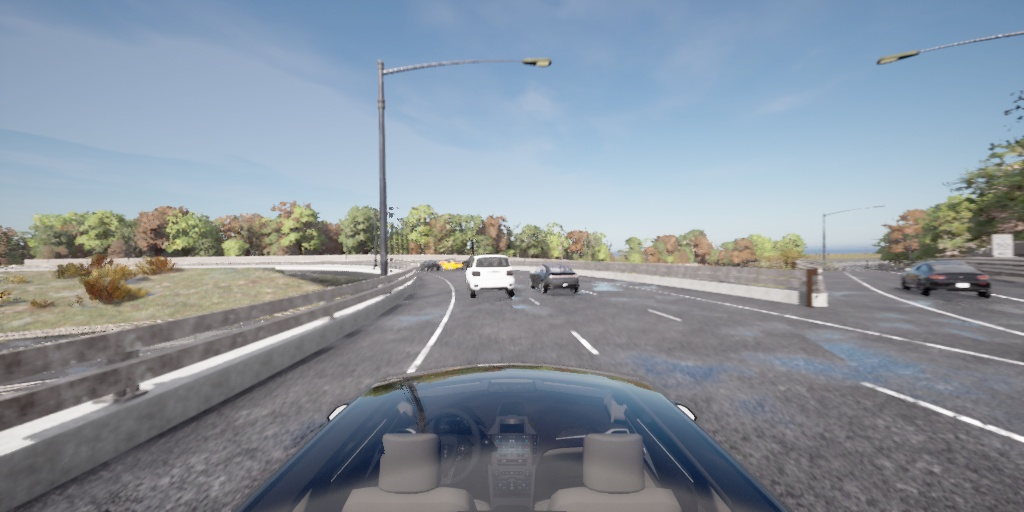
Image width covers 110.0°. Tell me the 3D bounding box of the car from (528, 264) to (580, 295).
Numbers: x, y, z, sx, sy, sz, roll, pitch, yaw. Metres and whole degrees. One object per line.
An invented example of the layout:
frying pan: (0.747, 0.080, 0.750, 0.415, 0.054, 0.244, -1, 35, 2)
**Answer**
car: (2.143, 1.181, 19.405, 2.128, 1.511, 4.902, -1, 0, -9)

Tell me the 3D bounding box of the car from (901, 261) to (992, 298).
car: (18.816, 0.945, 15.708, 1.812, 1.442, 4.674, -1, 0, 37)

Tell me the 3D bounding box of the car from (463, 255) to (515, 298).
car: (-1.264, 0.968, 18.981, 2.150, 2.045, 5.566, -1, 0, -9)

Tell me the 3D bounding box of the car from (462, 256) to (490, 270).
car: (-5.468, 0.988, 53.804, 2.150, 2.045, 5.566, -1, 0, -29)

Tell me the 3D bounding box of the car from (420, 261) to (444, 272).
car: (-11.539, 1.377, 50.326, 1.837, 1.490, 4.892, -1, 0, -29)

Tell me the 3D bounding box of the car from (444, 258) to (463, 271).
car: (-8.481, 1.296, 52.046, 1.882, 1.535, 5.008, -1, 0, -29)
